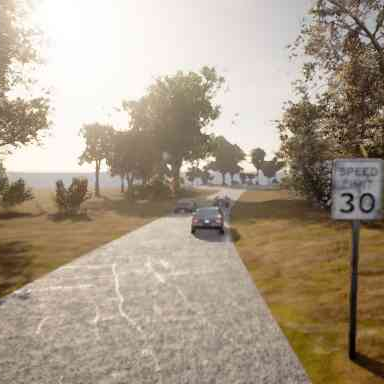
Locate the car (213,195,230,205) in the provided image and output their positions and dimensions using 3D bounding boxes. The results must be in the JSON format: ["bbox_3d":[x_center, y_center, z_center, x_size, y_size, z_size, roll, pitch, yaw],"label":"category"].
[{"bbox_3d":[3.680,1.065,41.156,1.812,1.442,4.674,1,2,9],"label":"car"}]

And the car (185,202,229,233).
[{"bbox_3d":[0.984,1.556,19.730,2.033,1.411,5.357,0,0,5],"label":"car"}]

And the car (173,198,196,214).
[{"bbox_3d":[-0.540,1.325,32.972,2.033,1.411,5.357,1,2,7],"label":"car"}]
